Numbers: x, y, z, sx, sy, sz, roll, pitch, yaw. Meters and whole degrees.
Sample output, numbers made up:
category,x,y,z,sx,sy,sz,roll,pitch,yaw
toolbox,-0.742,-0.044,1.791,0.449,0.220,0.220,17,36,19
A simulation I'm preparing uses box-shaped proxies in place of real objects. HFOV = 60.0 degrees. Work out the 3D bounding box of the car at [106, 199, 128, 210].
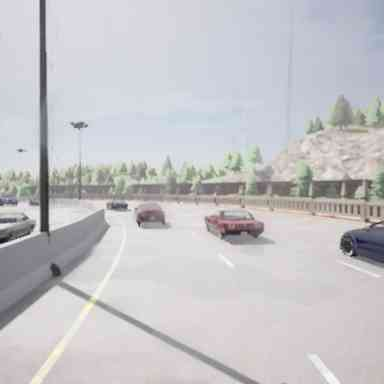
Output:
category,x,y,z,sx,sy,sz,roll,pitch,yaw
car,-9.283,1.515,40.769,1.895,1.301,4.718,-1,0,-25

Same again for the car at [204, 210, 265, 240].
category,x,y,z,sx,sy,sz,roll,pitch,yaw
car,1.920,1.532,16.784,1.895,1.301,4.718,0,0,-10

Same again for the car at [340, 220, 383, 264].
category,x,y,z,sx,sy,sz,roll,pitch,yaw
car,6.333,1.499,10.036,1.994,1.385,4.181,0,0,-6

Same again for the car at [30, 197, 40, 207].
category,x,y,z,sx,sy,sz,roll,pitch,yaw
car,-24.271,1.507,52.359,1.837,1.490,4.892,0,0,-35

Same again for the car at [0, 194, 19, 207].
category,x,y,z,sx,sy,sz,roll,pitch,yaw
car,-29.689,1.275,53.854,2.150,2.045,5.566,-1,0,-37

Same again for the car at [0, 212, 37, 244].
category,x,y,z,sx,sy,sz,roll,pitch,yaw
car,-8.594,1.598,15.010,1.895,1.301,4.718,0,0,-11

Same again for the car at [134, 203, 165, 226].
category,x,y,z,sx,sy,sz,roll,pitch,yaw
car,-2.977,1.464,22.932,1.812,1.442,4.674,0,0,-14
